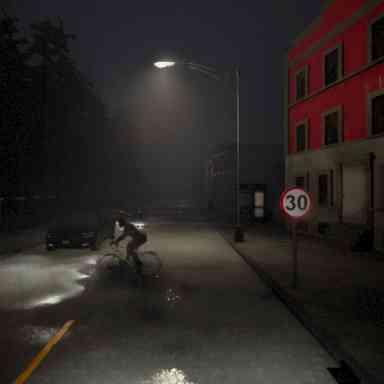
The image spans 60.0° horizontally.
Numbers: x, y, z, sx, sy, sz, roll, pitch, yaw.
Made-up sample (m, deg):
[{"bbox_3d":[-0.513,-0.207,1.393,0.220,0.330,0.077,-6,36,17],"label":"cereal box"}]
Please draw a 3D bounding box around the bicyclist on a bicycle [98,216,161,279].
[{"bbox_3d":[-1.642,1.451,8.618,1.656,1.620,0.582,-2,0,-2],"label":"bicyclist on a bicycle"}]

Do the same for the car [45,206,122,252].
[{"bbox_3d":[-4.492,1.478,14.148,1.882,1.535,5.008,0,0,-2],"label":"car"}]

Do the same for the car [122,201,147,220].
[{"bbox_3d":[-4.895,1.526,28.212,1.812,1.442,4.674,0,0,-1],"label":"car"}]
